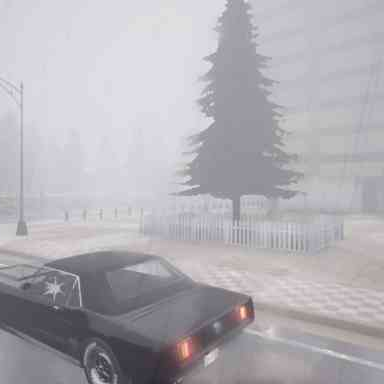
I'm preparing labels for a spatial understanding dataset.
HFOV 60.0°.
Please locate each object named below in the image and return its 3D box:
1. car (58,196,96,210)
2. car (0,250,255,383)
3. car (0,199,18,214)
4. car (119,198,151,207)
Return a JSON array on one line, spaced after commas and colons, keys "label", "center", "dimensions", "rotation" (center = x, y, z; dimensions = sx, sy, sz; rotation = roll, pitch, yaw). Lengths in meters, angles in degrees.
[{"label": "car", "center": [-14.550, 1.352, 42.086], "dimensions": [2.097, 1.767, 4.553], "rotation": [0, 0, 36]}, {"label": "car", "center": [-1.571, 1.601, 5.130], "dimensions": [4.718, 1.301, 1.895], "rotation": [0, 0, 36]}, {"label": "car", "center": [-20.448, 1.478, 33.912], "dimensions": [1.882, 1.535, 5.008], "rotation": [0, 0, 36]}, {"label": "car", "center": [-8.538, 1.547, 50.412], "dimensions": [2.033, 1.411, 5.357], "rotation": [0, 0, 36]}]
